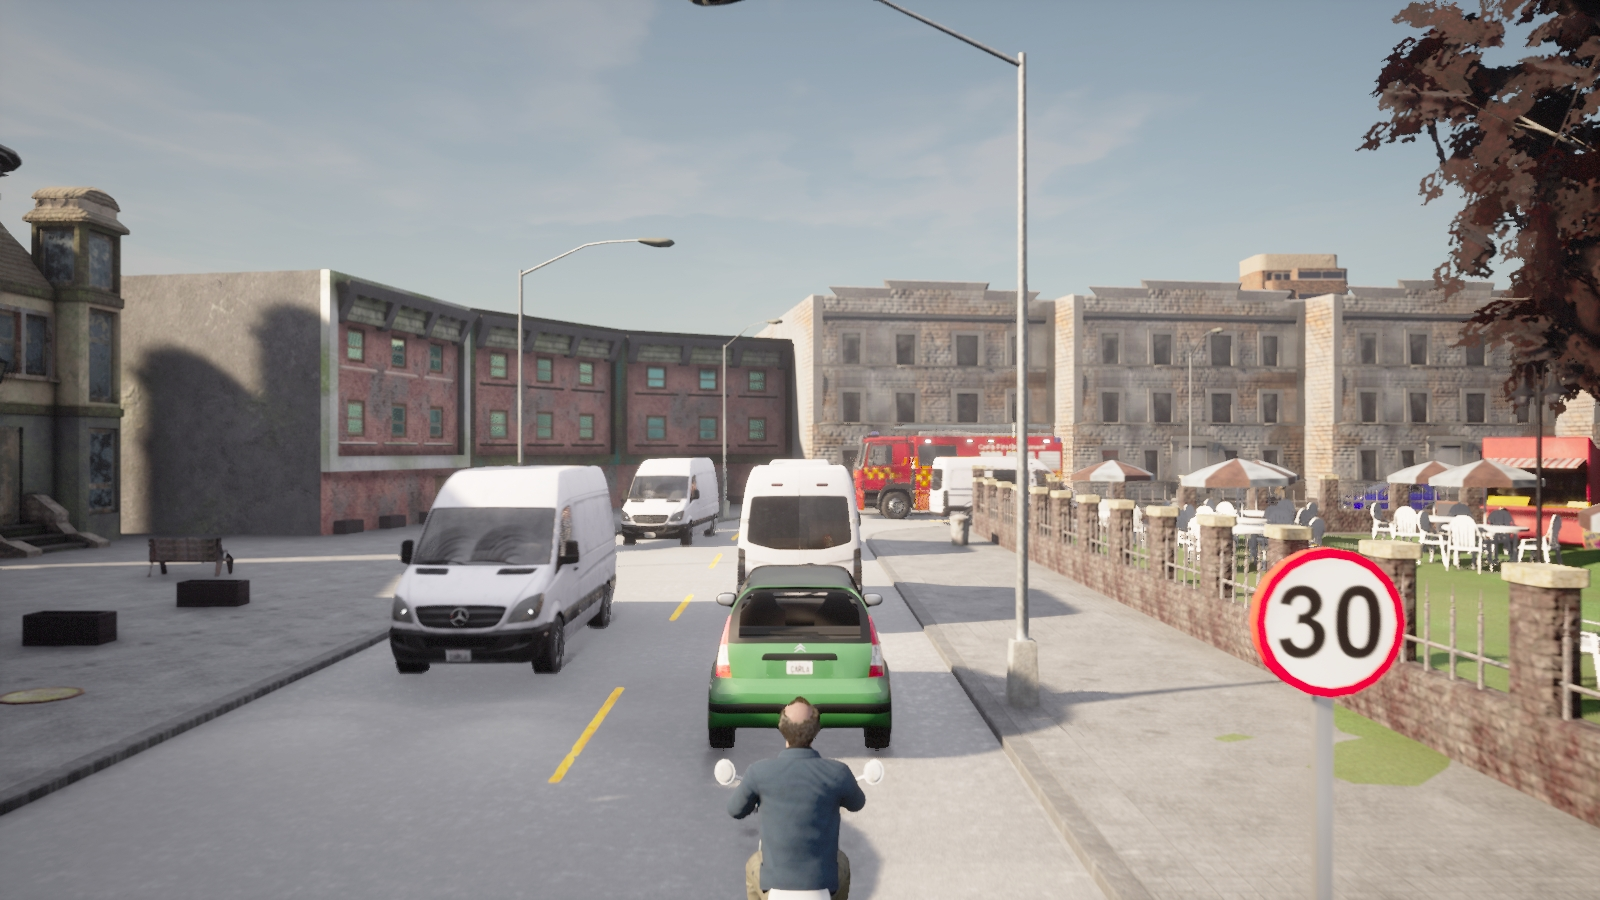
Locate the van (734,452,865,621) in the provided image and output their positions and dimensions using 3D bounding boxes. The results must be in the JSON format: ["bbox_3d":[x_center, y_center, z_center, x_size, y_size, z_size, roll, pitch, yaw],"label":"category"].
[{"bbox_3d":[-0.010,1.314,20.268,1.988,2.561,5.915,0,0,0],"label":"van"}]

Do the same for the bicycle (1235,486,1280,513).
[{"bbox_3d":[18.854,2.036,47.110,1.487,1.080,0.859,0,0,0],"label":"bicycle"}]

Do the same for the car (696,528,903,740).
[{"bbox_3d":[-0.006,1.780,12.183,1.851,1.617,3.988,0,0,0],"label":"car"}]

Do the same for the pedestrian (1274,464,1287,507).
[{"bbox_3d":[20.949,1.523,49.779,0.375,1.860,0.375,0,0,-6],"label":"pedestrian"}]

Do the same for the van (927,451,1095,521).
[{"bbox_3d":[7.943,1.315,43.157,5.915,2.561,1.988,0,0,-9],"label":"van"}]

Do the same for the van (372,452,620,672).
[{"bbox_3d":[-4.019,1.314,16.327,1.988,2.561,5.915,0,0,0],"label":"van"}]

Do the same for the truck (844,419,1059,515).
[{"bbox_3d":[6.142,0.671,47.282,8.468,3.827,2.891,0,0,-1],"label":"truck"}]

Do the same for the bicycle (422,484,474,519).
[{"bbox_3d":[-13.286,1.940,43.132,1.835,1.271,0.329,0,0,0],"label":"bicycle"}]

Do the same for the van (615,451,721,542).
[{"bbox_3d":[-3.961,1.315,35.358,1.988,2.561,5.915,0,0,6],"label":"van"}]
